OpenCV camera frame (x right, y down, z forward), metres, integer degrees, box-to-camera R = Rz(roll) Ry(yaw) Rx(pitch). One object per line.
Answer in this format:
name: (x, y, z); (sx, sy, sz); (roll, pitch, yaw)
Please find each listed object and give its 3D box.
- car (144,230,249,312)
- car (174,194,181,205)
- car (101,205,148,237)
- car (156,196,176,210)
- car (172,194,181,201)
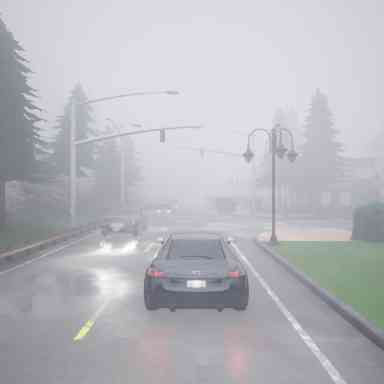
car: (0.086, 1.564, 7.782); (1.994, 1.385, 4.181); (0, 0, 0)
car: (-3.499, 1.477, 60.636); (1.882, 1.535, 5.008); (0, 0, 0)
car: (-3.575, 1.491, 18.222); (2.128, 1.511, 4.902); (0, 0, 0)
car: (-3.549, 1.547, 43.443); (2.033, 1.411, 5.357); (0, 0, 0)
car: (-3.415, 1.226, 75.657); (1.837, 1.490, 4.892); (0, 0, 0)
